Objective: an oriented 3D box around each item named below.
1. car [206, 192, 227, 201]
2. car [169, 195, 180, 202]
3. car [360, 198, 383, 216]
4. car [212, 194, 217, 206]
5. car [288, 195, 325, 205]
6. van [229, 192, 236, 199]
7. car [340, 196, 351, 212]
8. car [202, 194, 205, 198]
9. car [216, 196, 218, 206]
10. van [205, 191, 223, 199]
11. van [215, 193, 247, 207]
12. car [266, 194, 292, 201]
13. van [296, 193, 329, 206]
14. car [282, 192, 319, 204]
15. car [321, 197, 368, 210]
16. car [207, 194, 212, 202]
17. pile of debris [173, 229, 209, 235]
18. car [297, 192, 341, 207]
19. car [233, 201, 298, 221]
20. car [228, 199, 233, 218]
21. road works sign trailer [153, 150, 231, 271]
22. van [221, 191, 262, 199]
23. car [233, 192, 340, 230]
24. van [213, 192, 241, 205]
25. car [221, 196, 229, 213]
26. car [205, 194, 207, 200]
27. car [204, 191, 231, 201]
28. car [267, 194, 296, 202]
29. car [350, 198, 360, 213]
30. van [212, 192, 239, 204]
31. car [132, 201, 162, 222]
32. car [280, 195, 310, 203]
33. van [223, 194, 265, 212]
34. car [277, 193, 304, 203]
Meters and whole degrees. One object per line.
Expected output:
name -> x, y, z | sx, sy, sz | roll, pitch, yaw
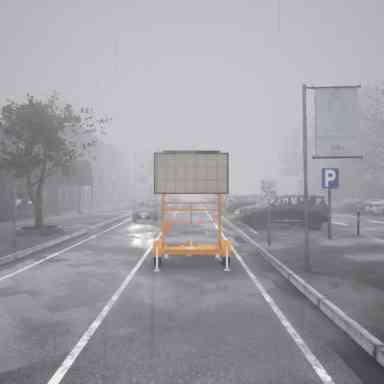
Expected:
car -> 5.479, 0.988, 73.855 | 4.553, 1.767, 2.185 | 0, 1, 0
car -> -3.382, 1.328, 64.130 | 1.895, 1.301, 4.718 | 0, 1, 0
car -> 18.713, 1.194, 29.827 | 5.566, 2.045, 2.435 | 0, 0, 0
car -> 5.613, 1.378, 45.822 | 4.892, 1.521, 2.231 | 0, 0, 0
car -> 18.842, 1.295, 54.815 | 5.366, 1.575, 1.946 | 0, 1, 0
van -> 5.781, 1.220, 28.995 | 4.442, 1.987, 1.878 | 0, 0, 0
car -> 18.717, 1.432, 35.380 | 5.008, 1.535, 2.097 | 0, 0, 0
car -> 5.501, 0.916, 68.247 | 5.566, 2.045, 2.435 | 0, 1, 0
car -> 5.655, 1.444, 40.211 | 4.792, 1.488, 2.163 | 0, 0, 0
van -> 5.365, 0.806, 82.263 | 4.442, 1.987, 1.878 | 0, 1, 0
van -> 5.714, 1.131, 48.628 | 4.442, 1.987, 1.878 | 0, 0, 0
car -> 18.604, 1.139, 71.469 | 4.892, 1.521, 2.231 | 0, 1, 0
van -> 18.782, 1.099, 52.038 | 4.442, 1.987, 1.878 | 0, 1, 0
car -> 18.675, 1.020, 57.588 | 5.566, 2.045, 2.435 | 0, 1, 0
car -> 18.674, 1.442, 40.929 | 4.792, 1.488, 2.163 | 0, 0, 0
car -> 5.559, 1.079, 51.428 | 5.566, 2.045, 2.435 | 0, 1, 0
pile of debris -> -0.035, 2.146, 17.862 | 1.860, 0.140, 1.500 | 0, 0, 0
car -> 18.703, 1.101, 49.262 | 5.566, 2.045, 2.435 | 0, 1, 0
car -> 5.677, 1.491, 26.192 | 4.674, 1.452, 2.002 | 0, 0, 0
car -> 5.498, 1.453, 23.388 | 5.366, 1.575, 1.946 | 0, 0, 0
road works sign trailer -> -0.026, 0.458, 10.842 | 2.380, 3.560, 2.880 | 0, 0, -1
van -> 5.529, 1.208, 34.605 | 4.442, 1.987, 1.878 | 0, 0, 0
car -> 5.665, 1.209, 20.585 | 5.566, 2.045, 2.435 | 0, 0, 0
van -> 5.694, 1.077, 54.232 | 4.442, 1.987, 1.878 | 0, 1, 0
car -> 5.649, 1.440, 31.799 | 5.008, 1.535, 2.097 | 0, 0, 0
car -> 5.537, 1.234, 65.447 | 4.674, 1.452, 2.002 | 0, 1, 0
car -> 5.492, 0.889, 71.050 | 5.566, 2.045, 2.435 | 0, 1, 0
car -> 18.423, 1.161, 68.692 | 5.366, 1.575, 1.946 | 0, 1, 0
car -> 18.726, 1.441, 32.602 | 4.892, 1.521, 2.231 | 0, 0, 0
van -> 5.685, 1.050, 57.035 | 4.442, 1.987, 1.878 | 0, 1, 0
car -> -3.403, 1.451, 25.704 | 2.128, 1.511, 4.902 | 0, 0, 0
car -> 18.608, 1.274, 60.366 | 4.792, 1.488, 2.163 | 0, 1, 0
van -> 5.752, 1.198, 37.407 | 4.442, 1.987, 1.878 | 0, 0, 0
car -> 18.658, 1.092, 63.142 | 4.553, 1.767, 2.185 | 0, 1, 0
